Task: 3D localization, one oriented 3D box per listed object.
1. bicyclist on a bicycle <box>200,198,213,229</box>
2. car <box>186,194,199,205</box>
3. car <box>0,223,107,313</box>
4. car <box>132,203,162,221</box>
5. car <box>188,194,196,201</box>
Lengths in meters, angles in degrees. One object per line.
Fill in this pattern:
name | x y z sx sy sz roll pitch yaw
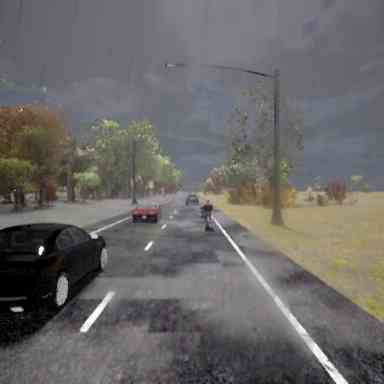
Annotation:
bicyclist on a bicycle | 0.964 1.289 19.760 0.659 1.776 1.843 0 0 0
car | 0.088 1.125 55.269 2.097 1.767 4.553 0 0 0
car | -3.401 1.445 7.738 1.882 1.535 5.008 0 0 0
car | -3.405 1.493 26.028 1.895 1.301 4.718 0 0 0
car | -0.006 1.198 74.105 1.837 1.490 4.892 0 0 0
